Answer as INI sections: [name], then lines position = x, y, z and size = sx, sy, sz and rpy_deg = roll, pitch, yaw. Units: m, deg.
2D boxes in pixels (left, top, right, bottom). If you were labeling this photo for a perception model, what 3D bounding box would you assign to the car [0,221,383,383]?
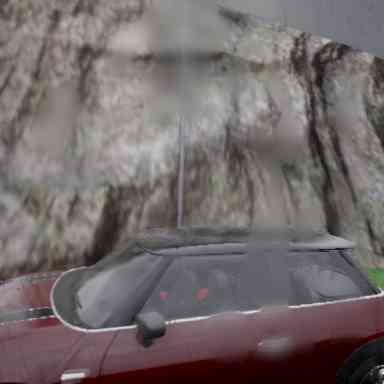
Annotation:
[car]
position = -0.172, 1.185, 3.393
size = 4.553, 1.767, 2.097
rpy_deg = 1, 3, -17
